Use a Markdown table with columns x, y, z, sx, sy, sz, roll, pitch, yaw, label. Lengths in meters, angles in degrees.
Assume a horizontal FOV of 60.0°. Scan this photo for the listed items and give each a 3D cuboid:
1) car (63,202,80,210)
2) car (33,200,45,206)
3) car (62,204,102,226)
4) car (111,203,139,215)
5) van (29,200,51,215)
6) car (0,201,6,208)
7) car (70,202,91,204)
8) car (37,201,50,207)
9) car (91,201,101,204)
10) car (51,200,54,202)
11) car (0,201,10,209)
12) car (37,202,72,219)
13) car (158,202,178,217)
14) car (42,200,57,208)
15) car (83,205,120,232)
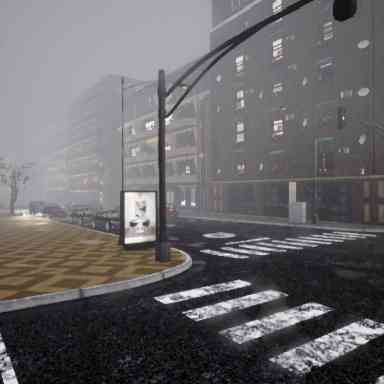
| x | y | z | sx | sy | sz | roll | pitch | yaw | label |
| --- | --- | --- | --- | --- | --- | --- | --- | --- | --- |
| -21.585 | 2.424 | 59.647 | 1.802 | 1.307 | 4.206 | -2 | 0 | -36 | car |
| -37.913 | 2.797 | 82.203 | 1.887 | 1.381 | 4.507 | -2 | 0 | -36 | car |
| -8.885 | 1.969 | 27.589 | 2.008 | 1.369 | 4.403 | -2 | 0 | -36 | car |
| -8.459 | 2.096 | 41.648 | 1.802 | 1.307 | 4.206 | -2 | 0 | -36 | car |
| -19.884 | 2.035 | 42.950 | 1.690 | 1.788 | 3.998 | -2 | 0 | -36 | van |
| -44.702 | 2.861 | 77.290 | 1.887 | 1.381 | 4.507 | -2 | 0 | -36 | car |
| -16.781 | 2.253 | 48.613 | 1.994 | 1.385 | 4.181 | -1 | -1 | -36 | car |
| -34.647 | 2.735 | 77.692 | 1.947 | 1.339 | 4.313 | -2 | 0 | -36 | car |
| -15.054 | 2.118 | 50.627 | 1.967 | 1.590 | 4.097 | -2 | 0 | -36 | car |
| -25.430 | 2.470 | 60.555 | 1.994 | 1.385 | 4.181 | -1 | -1 | -36 | car |
| -38.171 | 2.703 | 68.267 | 2.008 | 1.369 | 4.403 | -2 | 0 | -36 | car |
| -14.964 | 2.115 | 36.064 | 1.887 | 1.381 | 4.507 | -2 | 0 | -36 | car |
| -3.201 | 1.824 | 34.466 | 1.967 | 1.590 | 4.097 | -2 | 0 | -36 | car |
| -31.385 | 2.527 | 73.180 | 1.967 | 1.590 | 4.097 | -2 | 0 | -36 | car |
| -5.619 | 1.888 | 23.078 | 2.008 | 1.369 | 4.403 | -2 | 0 | -36 | car |
